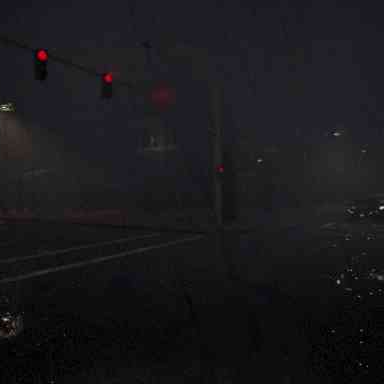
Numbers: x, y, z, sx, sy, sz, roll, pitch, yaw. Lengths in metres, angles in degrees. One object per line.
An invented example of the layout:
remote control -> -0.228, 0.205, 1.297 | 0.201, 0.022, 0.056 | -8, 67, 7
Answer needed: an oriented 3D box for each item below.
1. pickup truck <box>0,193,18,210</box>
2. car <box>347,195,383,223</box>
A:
pickup truck -> -23.091, 1.169, 42.165 | 2.390, 2.098, 6.274 | -1, 0, -26
car -> 11.919, 1.180, 22.667 | 1.837, 1.490, 4.892 | -1, 0, 35
